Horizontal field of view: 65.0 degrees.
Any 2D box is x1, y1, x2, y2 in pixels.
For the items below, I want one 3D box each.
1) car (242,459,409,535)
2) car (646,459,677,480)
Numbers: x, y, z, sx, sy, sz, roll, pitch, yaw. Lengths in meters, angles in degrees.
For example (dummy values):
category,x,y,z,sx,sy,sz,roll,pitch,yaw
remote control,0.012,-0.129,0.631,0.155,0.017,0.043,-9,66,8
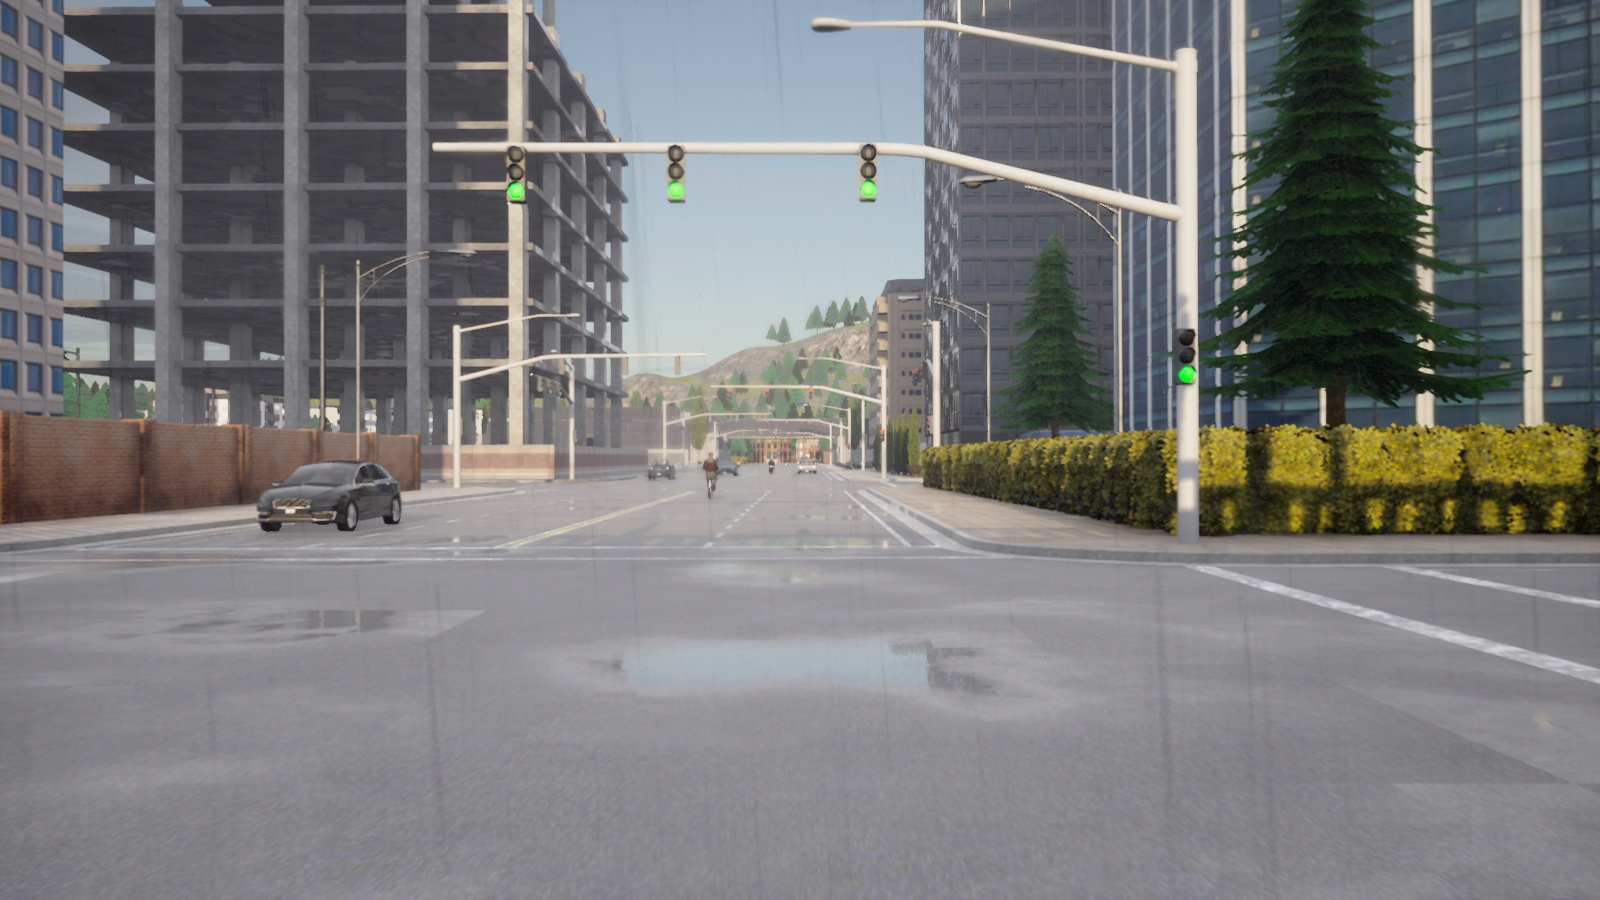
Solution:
category,x,y,z,sx,sy,sz,roll,pitch,yaw
car,-10.336,0.968,27.785,1.837,1.490,4.892,0,0,0
car,-9.999,1.386,90.715,1.845,1.501,3.633,0,0,0
